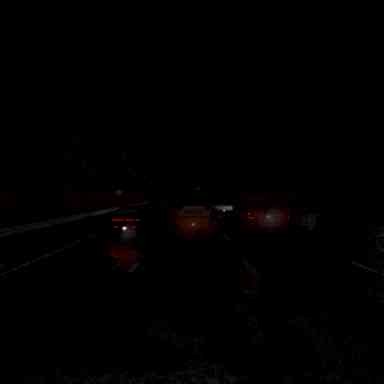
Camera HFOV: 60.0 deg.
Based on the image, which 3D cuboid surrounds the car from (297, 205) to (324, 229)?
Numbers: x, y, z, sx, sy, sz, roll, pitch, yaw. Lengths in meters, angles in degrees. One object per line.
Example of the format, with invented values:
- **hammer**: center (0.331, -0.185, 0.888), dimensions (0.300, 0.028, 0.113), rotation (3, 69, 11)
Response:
- **car**: center (7.072, 1.571, 22.071), dimensions (2.128, 1.511, 4.902), rotation (0, 0, 0)

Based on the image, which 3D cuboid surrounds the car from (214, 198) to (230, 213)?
- **car**: center (3.481, 1.737, 38.462), dimensions (1.895, 1.301, 4.718), rotation (0, 0, 0)

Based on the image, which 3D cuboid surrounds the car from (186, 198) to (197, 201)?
- **car**: center (-0.062, 1.670, 46.325), dimensions (1.837, 1.490, 4.892), rotation (0, 0, 0)

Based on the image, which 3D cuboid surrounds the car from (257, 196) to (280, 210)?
- **car**: center (10.347, 1.513, 45.524), dimensions (2.097, 1.767, 4.553), rotation (0, 0, 0)

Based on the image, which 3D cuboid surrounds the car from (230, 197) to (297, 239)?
- **car**: center (3.591, 1.286, 17.967), dimensions (2.150, 2.045, 5.566), rotation (0, 0, 0)

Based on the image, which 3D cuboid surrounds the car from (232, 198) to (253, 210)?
- **car**: center (6.941, 1.655, 45.823), dimensions (2.128, 1.511, 4.902), rotation (0, 0, 0)

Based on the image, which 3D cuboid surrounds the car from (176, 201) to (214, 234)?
- **car**: center (0.079, 1.548, 19.722), dimensions (1.882, 1.535, 5.008), rotation (0, 0, 0)

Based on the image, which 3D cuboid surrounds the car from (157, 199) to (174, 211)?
- **car**: center (-3.550, 1.663, 44.176), dimensions (1.837, 1.490, 4.892), rotation (0, 0, 0)

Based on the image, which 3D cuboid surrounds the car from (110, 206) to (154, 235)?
- **car**: center (-3.416, 1.575, 19.262), dimensions (1.837, 1.490, 4.892), rotation (0, 0, 0)
